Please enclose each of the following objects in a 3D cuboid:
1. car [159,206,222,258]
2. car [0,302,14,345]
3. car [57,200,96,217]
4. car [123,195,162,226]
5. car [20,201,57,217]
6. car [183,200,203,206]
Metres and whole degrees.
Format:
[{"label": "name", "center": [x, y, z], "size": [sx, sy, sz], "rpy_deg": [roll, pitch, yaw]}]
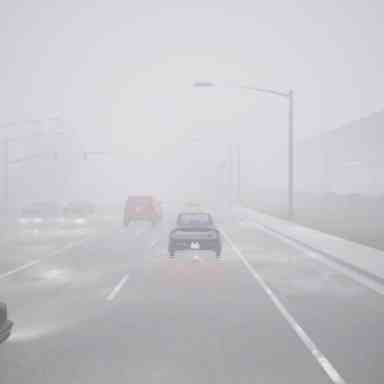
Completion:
[{"label": "car", "center": [0.100, 1.538, 13.049], "size": [2.128, 1.511, 4.902], "rpy_deg": [0, 0, 0]}, {"label": "car", "center": [-3.400, 1.558, 2.154], "size": [2.033, 1.411, 5.357], "rpy_deg": [0, 0, 0]}, {"label": "car", "center": [-10.538, 1.477, 31.328], "size": [1.882, 1.535, 5.008], "rpy_deg": [0, 0, 0]}, {"label": "car", "center": [-3.399, 1.250, 23.640], "size": [2.150, 2.045, 5.566], "rpy_deg": [0, 0, 0]}, {"label": "car", "center": [-14.037, 1.551, 31.367], "size": [2.033, 1.411, 5.357], "rpy_deg": [0, 0, 0]}, {"label": "car", "center": [0.102, 1.469, 30.348], "size": [1.801, 1.575, 5.366], "rpy_deg": [0, 1, 0]}]
